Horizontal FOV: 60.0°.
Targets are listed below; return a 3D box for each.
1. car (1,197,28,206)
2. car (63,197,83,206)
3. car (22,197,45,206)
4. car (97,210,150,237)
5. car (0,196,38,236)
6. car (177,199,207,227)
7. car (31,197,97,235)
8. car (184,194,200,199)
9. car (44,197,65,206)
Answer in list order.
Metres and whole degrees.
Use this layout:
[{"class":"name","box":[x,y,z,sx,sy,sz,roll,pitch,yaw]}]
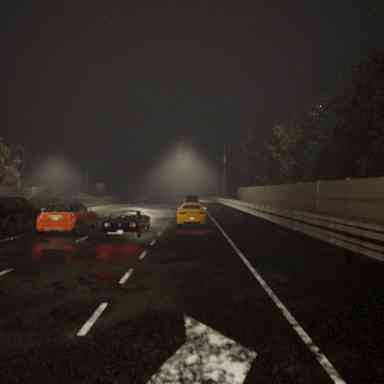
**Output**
[{"class":"car","box":[-31.517,1.599,59.194,2.128,1.511,4.902,0,0,0]},{"class":"car","box":[-21.029,1.657,59.103,1.994,1.385,4.181,0,0,0]},{"class":"car","box":[-28.022,1.652,58.910,1.994,1.385,4.181,0,0,0]},{"class":"car","box":[-3.402,1.608,17.978,1.895,1.301,4.718,0,0,0]},{"class":"car","box":[-10.404,1.229,18.728,2.150,2.045,5.566,0,0,0]},{"class":"car","box":[-0.005,1.492,23.200,1.882,1.535,5.008,0,0,0]},{"class":"car","box":[-6.904,1.360,18.910,2.097,1.767,4.553,0,0,0]},{"class":"car","box":[-0.009,1.299,51.902,2.150,2.045,5.566,0,0,0]},{"class":"car","box":[-24.522,1.619,59.403,1.812,1.442,4.674,0,0,0]}]
